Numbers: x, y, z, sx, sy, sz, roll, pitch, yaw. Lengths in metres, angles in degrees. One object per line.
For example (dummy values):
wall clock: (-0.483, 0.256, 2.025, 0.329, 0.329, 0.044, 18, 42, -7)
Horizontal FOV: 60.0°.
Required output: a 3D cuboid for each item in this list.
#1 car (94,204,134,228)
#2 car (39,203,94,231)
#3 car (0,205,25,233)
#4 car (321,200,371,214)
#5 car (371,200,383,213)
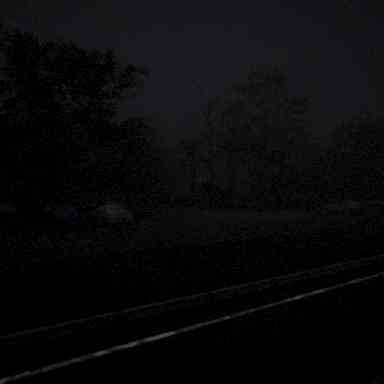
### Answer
car: (-5.557, 1.544, 22.568, 2.002, 1.452, 4.674, 0, 0, -35)
car: (-8.126, 1.483, 20.748, 2.097, 1.535, 5.008, 0, 0, -35)
car: (-10.785, 1.464, 18.839, 2.231, 1.521, 4.892, 0, 0, -35)
car: (17.643, 1.691, 39.095, 2.097, 1.535, 5.008, 1, 0, -35)
car: (22.172, 1.747, 42.335, 2.097, 1.535, 5.008, 1, 0, -35)
